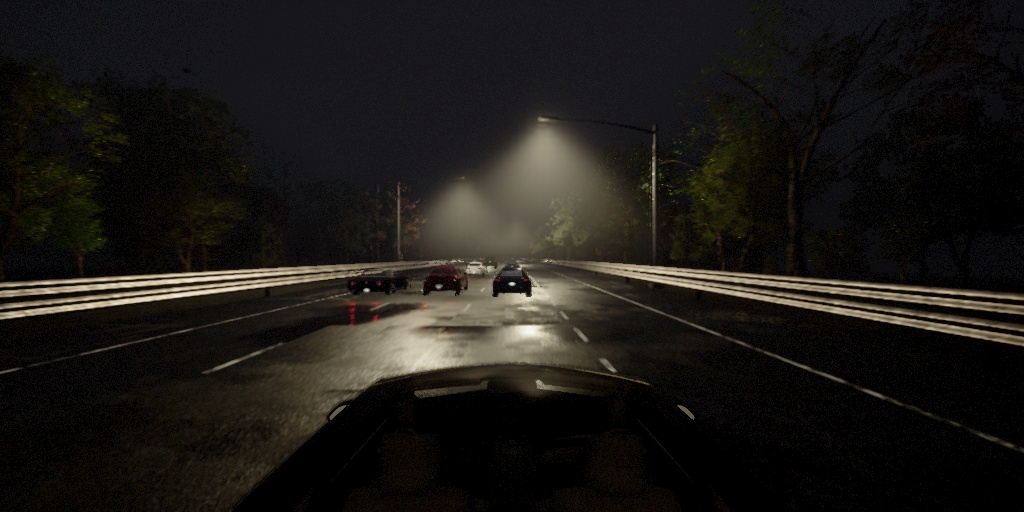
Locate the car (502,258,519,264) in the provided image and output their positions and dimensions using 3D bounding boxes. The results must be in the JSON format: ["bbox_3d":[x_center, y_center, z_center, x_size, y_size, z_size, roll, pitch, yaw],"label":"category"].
[{"bbox_3d":[0.014,1.343,49.031,1.994,1.385,4.181,0,0,0],"label":"car"}]

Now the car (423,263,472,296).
[{"bbox_3d":[-3.494,1.285,19.397,1.812,1.442,4.674,0,0,0],"label":"car"}]

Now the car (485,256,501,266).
[{"bbox_3d":[-3.484,1.009,59.151,2.150,2.045,5.566,0,0,0],"label":"car"}]

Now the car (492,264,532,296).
[{"bbox_3d":[0.004,1.323,19.320,1.994,1.385,4.181,0,0,0],"label":"car"}]

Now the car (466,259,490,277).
[{"bbox_3d":[-3.490,1.295,35.069,1.812,1.442,4.674,0,0,0],"label":"car"}]

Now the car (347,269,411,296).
[{"bbox_3d":[-6.993,1.360,19.472,1.895,1.301,4.718,0,0,0],"label":"car"}]
